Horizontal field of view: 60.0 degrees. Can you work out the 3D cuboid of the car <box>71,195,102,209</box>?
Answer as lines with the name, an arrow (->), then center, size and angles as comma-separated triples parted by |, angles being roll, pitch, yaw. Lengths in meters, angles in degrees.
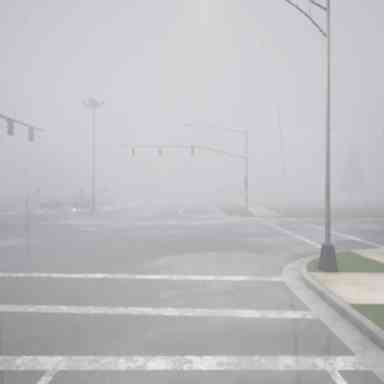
car -> -14.447, 1.483, 45.276 | 2.033, 1.411, 5.357 | 0, 0, 1

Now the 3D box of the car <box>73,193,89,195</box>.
car -> -17.846, 1.142, 52.978 | 2.150, 2.045, 5.566 | 0, 1, 1

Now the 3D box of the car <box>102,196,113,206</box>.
car -> -14.308, 1.448, 54.867 | 1.812, 1.442, 4.674 | 0, 0, 1

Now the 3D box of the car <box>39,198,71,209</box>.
car -> -17.987, 1.539, 43.344 | 1.895, 1.301, 4.718 | 0, 0, 1
